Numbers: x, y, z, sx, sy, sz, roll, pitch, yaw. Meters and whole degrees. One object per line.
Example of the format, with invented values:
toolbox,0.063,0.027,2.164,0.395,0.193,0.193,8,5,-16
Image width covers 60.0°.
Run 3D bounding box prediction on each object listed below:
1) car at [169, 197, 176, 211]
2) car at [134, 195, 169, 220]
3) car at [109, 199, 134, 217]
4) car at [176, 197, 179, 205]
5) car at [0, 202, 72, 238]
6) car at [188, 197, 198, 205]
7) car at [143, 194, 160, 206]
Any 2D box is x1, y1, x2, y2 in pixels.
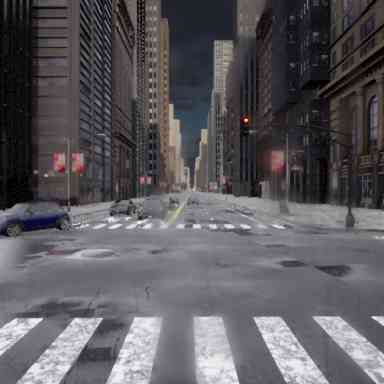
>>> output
car,-3.315,1.501,40.200,1.812,1.442,4.674,0,0,0
car,-3.265,1.338,27.778,2.097,1.767,4.553,0,0,-2
car,-6.571,1.487,31.777,1.837,1.490,4.892,0,0,0
car,-3.257,1.517,57.367,1.994,1.385,4.181,0,0,1
car,-8.889,1.362,17.984,2.097,1.767,4.553,-1,0,29
car,0.152,1.497,58.696,2.033,1.411,5.357,0,0,0
car,-6.526,1.309,54.183,2.097,1.767,4.553,0,0,0
